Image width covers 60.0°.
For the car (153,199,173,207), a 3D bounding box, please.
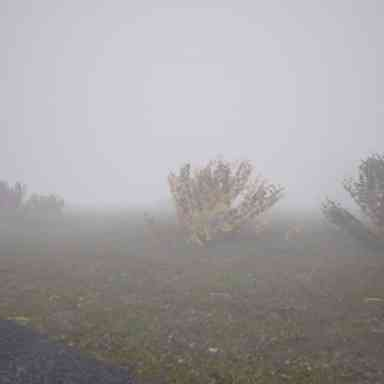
[{"bbox_3d":[-5.277,2.002,62.645,1.837,1.490,4.892,-1,-2,36],"label":"car"}]
